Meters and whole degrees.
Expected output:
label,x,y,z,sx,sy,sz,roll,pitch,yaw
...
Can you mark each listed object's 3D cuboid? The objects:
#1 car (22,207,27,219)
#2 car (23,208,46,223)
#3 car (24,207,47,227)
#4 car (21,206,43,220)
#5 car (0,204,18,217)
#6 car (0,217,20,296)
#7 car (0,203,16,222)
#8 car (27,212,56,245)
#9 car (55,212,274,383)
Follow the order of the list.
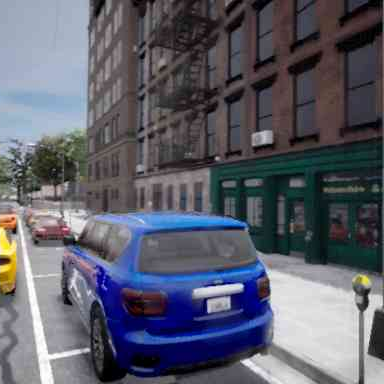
label,x,y,z,sx,sy,sz,roll,pitch,yaw
car,-12.647,2.086,27.242,1.887,1.381,4.507,1,-2,-28
car,-15.238,2.217,32.112,1.802,1.307,4.206,1,-2,-28
car,-10.135,1.976,22.522,1.752,1.417,4.829,1,-2,-28
car,-17.829,2.295,36.984,1.947,1.339,4.313,1,-2,-28
car,-12.965,1.769,22.446,2.097,1.767,4.553,1,-2,-28
car,-5.628,1.633,8.650,1.882,1.535,5.008,1,-1,-28
car,-19.154,1.988,33.871,2.097,1.767,4.553,1,-2,-28
car,-7.464,1.936,17.499,1.802,1.307,4.206,1,-2,-28
car,-0.962,1.374,6.023,2.150,2.045,5.566,1,-2,-28
